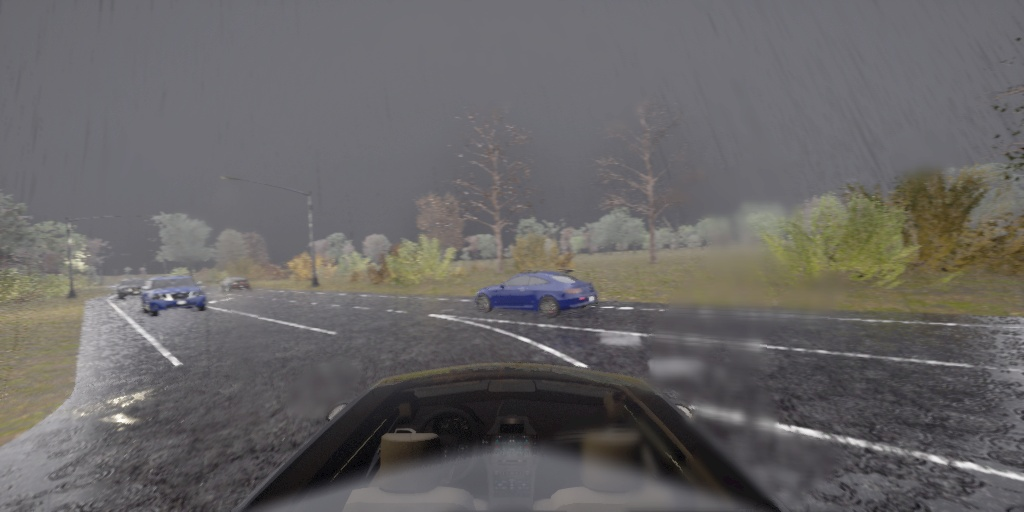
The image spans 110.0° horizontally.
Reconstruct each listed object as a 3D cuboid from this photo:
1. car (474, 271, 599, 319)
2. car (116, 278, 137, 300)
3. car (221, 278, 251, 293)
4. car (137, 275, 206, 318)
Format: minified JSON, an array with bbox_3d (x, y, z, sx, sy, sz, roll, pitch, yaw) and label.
[{"bbox_3d":[0.712,1.257,12.558,4.674,1.442,1.812,-4,0,40],"label":"car"},{"bbox_3d":[-39.122,3.379,37.087,5.566,2.045,2.150,-3,0,40],"label":"car"},{"bbox_3d":[-29.193,3.060,37.874,4.892,1.490,1.837,-3,0,40],"label":"car"},{"bbox_3d":[-18.989,2.145,20.062,5.566,2.045,2.150,-3,0,40],"label":"car"}]
